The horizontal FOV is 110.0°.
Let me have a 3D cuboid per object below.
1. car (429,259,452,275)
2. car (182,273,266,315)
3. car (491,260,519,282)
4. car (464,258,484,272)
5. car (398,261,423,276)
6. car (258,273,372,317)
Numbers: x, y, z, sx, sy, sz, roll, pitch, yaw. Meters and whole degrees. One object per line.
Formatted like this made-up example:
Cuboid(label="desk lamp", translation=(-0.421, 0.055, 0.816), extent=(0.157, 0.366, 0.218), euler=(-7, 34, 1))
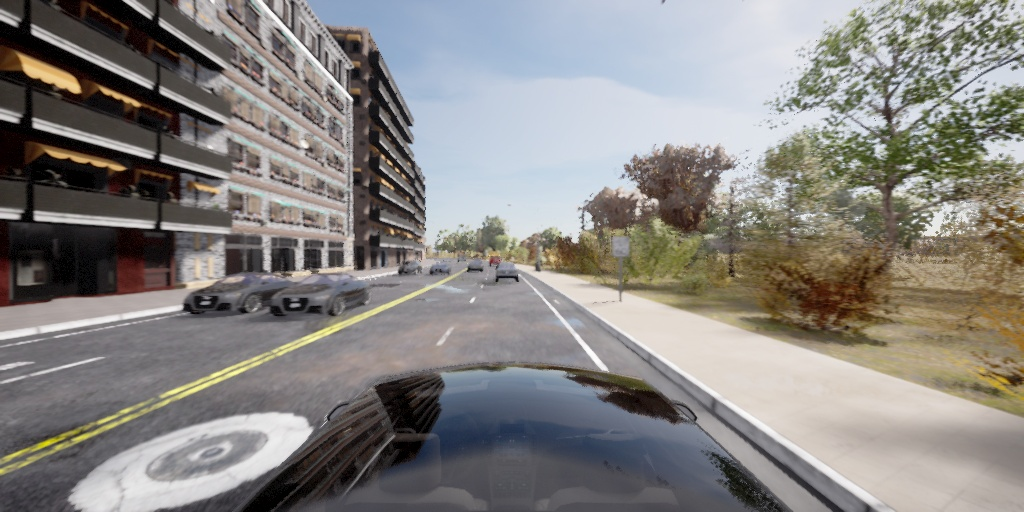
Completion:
Cuboid(label="car", translation=(-7.476, 1.305, 37.984), extent=(1.994, 1.385, 4.181), euler=(0, 0, -3))
Cuboid(label="car", translation=(-9.962, 1.334, 13.619), extent=(1.994, 1.385, 4.181), euler=(0, 0, -1))
Cuboid(label="car", translation=(-0.444, 1.276, 28.963), extent=(2.033, 1.411, 5.357), euler=(0, 0, -2))
Cuboid(label="car", translation=(-4.573, 1.287, 45.195), extent=(1.994, 1.385, 4.181), euler=(0, 0, -3))
Cuboid(label="car", translation=(-10.735, 1.258, 38.205), extent=(1.837, 1.490, 4.892), euler=(0, 0, -3))
Cuboid(label="car", translation=(-6.704, 1.325, 13.030), extent=(1.994, 1.385, 4.181), euler=(0, 0, -1))
